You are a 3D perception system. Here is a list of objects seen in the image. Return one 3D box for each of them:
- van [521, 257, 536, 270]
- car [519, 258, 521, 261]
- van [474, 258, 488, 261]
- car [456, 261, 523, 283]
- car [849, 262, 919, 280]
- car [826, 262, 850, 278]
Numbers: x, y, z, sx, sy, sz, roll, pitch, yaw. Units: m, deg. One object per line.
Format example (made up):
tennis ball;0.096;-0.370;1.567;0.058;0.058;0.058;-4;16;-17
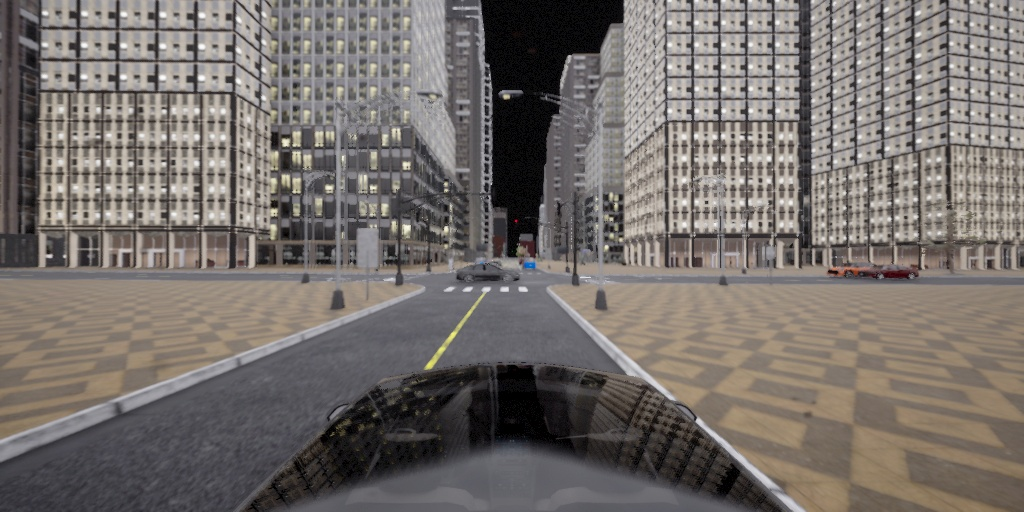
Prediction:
van;2.673;1.170;53.521;1.690;1.789;3.998;0;0;0
car;2.603;1.382;59.059;1.888;1.381;4.507;0;0;0
van;-5.781;1.186;64.625;1.690;1.789;3.998;0;0;0
car;-1.846;1.372;27.518;4.892;1.490;1.837;0;0;-1
car;36.499;1.543;34.945;5.008;1.535;1.882;1;0;-1
car;36.274;1.436;38.178;4.553;1.767;2.097;0;0;-1
